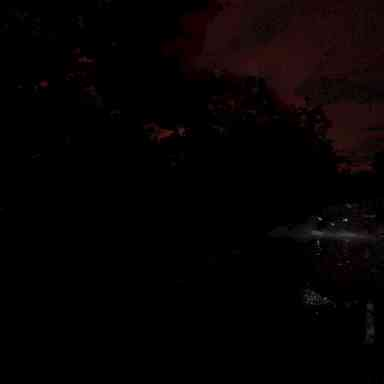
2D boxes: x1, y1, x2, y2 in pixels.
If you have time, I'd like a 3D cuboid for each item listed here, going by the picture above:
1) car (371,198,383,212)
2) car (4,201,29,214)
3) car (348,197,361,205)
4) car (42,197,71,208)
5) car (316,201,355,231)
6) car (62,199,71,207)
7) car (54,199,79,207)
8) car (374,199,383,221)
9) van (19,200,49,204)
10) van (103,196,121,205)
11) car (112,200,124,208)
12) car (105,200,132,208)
[{"bbox_3d":[22.222,1.464,38.970,1.882,1.535,5.008,0,0,27],"label":"car"},{"bbox_3d":[-24.811,2.415,46.110,4.674,1.452,2.002,0,0,27],"label":"car"},{"bbox_3d":[28.582,1.502,58.573,2.033,1.411,5.357,0,0,28],"label":"car"},{"bbox_3d":[-27.951,2.113,68.610,5.566,2.045,2.435,0,0,27],"label":"car"},{"bbox_3d":[8.966,1.540,20.820,1.812,1.442,4.674,0,0,27],"label":"car"},{"bbox_3d":[-21.018,2.392,53.521,4.792,1.488,2.163,0,0,27],"label":"car"},{"bbox_3d":[-26.805,2.357,71.174,5.366,1.575,1.946,0,0,27],"label":"car"},{"bbox_3d":[16.043,1.528,27.013,1.812,1.442,4.674,0,0,28],"label":"car"},{"bbox_3d":[-23.433,2.145,48.521,4.442,1.987,1.878,0,0,27],"label":"van"},{"bbox_3d":[-20.111,2.106,83.494,4.442,1.987,1.878,0,0,27],"label":"van"},{"bbox_3d":[-15.897,2.346,63.371,4.892,1.521,2.231,0,0,27],"label":"car"},{"bbox_3d":[-14.625,2.341,65.839,5.008,1.535,2.097,0,0,27],"label":"car"}]
